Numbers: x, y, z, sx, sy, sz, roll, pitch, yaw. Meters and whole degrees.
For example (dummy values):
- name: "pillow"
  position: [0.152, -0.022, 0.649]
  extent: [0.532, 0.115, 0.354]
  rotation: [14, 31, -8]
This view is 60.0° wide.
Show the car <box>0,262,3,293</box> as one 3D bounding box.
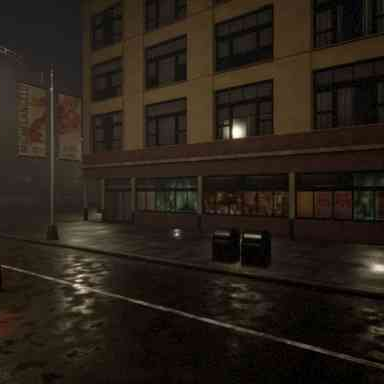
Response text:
- name: "car"
  position: [-5.825, 1.564, 7.717]
  extent: [1.994, 1.385, 4.181]
  rotation: [0, 0, -40]
